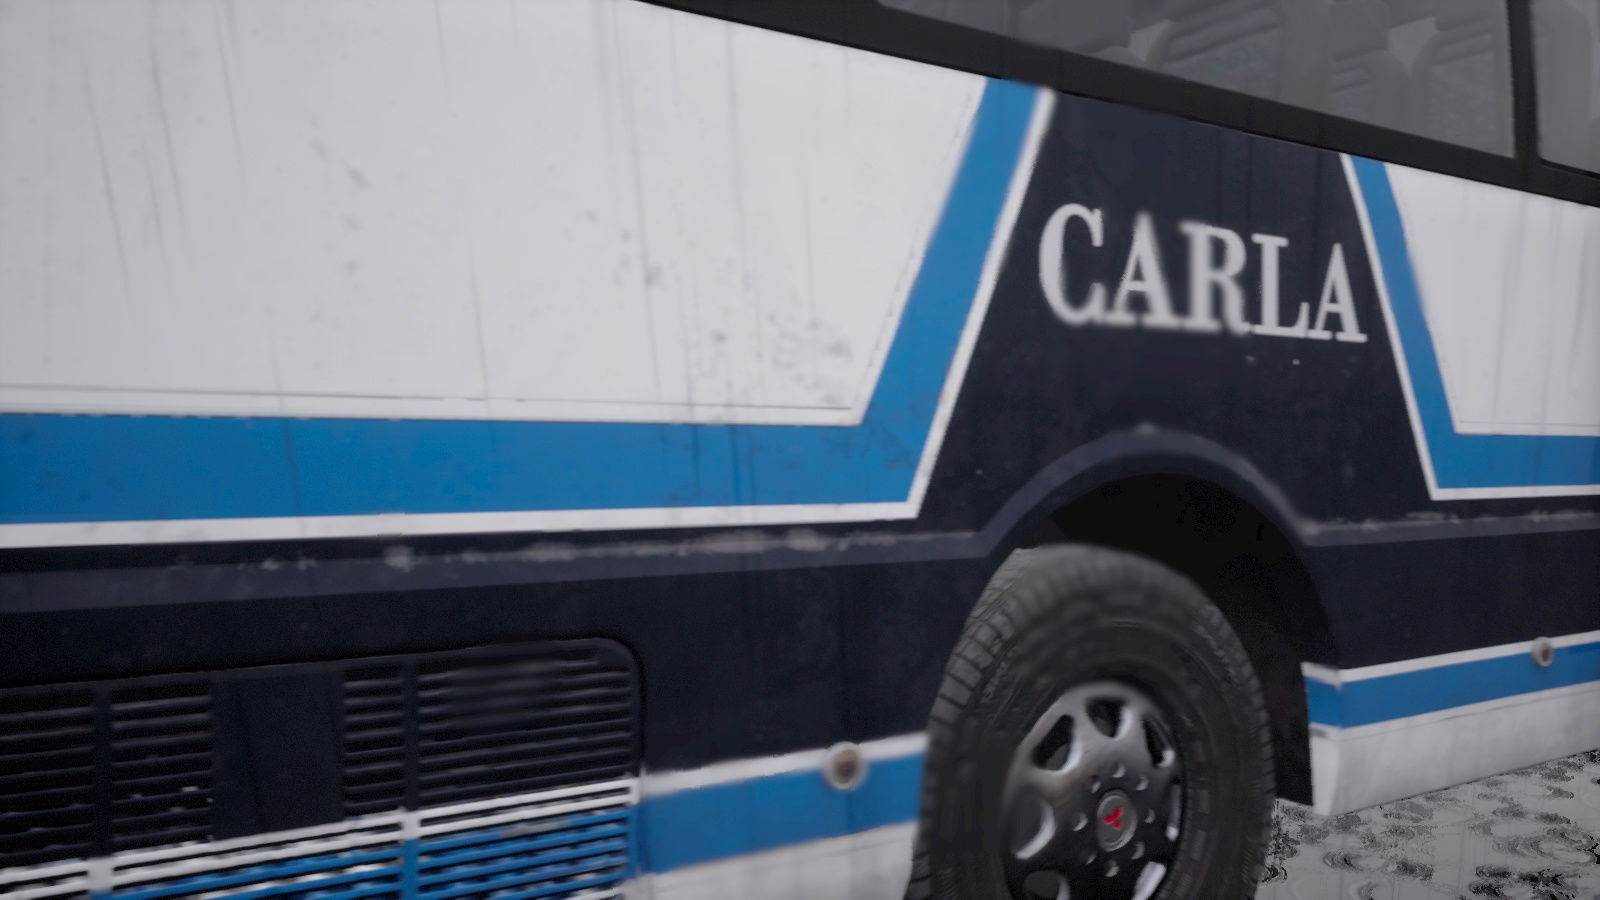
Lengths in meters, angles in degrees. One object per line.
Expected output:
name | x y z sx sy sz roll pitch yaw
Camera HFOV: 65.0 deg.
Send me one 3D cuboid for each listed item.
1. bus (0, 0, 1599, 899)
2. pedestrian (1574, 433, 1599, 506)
bus | -2.317 -0.620 2.751 10.273 4.253 3.944 0 0 -33
pedestrian | 20.200 0.490 31.961 0.540 1.848 0.694 0 0 -6
